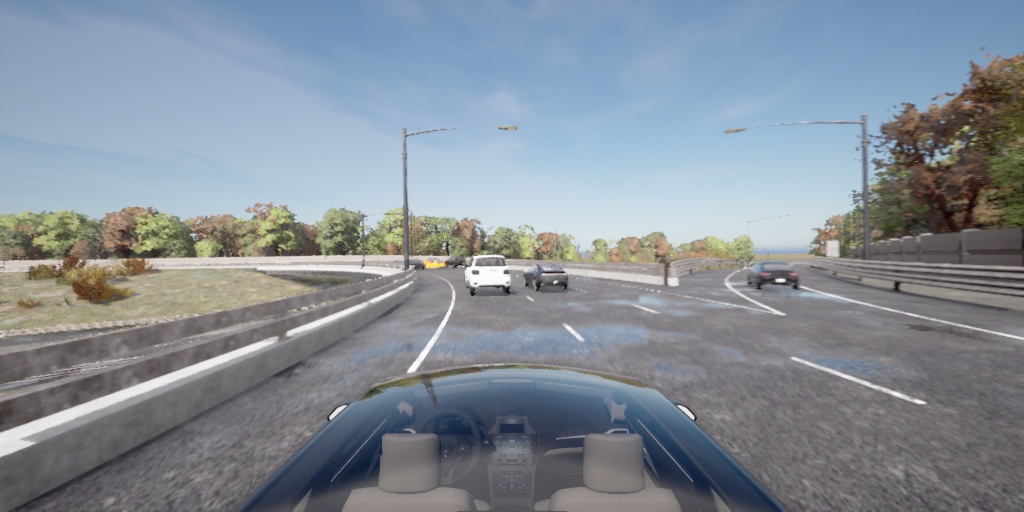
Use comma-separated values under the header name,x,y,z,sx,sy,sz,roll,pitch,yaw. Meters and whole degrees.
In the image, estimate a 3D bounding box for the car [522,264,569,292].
name,x,y,z,sx,sy,sz,roll,pitch,yaw
car,1.860,1.190,21.202,2.128,1.511,4.902,-1,0,-10

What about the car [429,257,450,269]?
name,x,y,z,sx,sy,sz,roll,pitch,yaw
car,-12.586,1.400,59.484,1.882,1.535,5.008,-1,0,-34

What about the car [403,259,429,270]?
name,x,y,z,sx,sy,sz,roll,pitch,yaw
car,-15.474,1.480,57.491,1.837,1.490,4.892,-1,0,-34

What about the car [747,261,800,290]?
name,x,y,z,sx,sy,sz,roll,pitch,yaw
car,14.098,1.005,19.517,1.812,1.442,4.674,-1,0,27

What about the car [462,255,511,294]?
name,x,y,z,sx,sy,sz,roll,pitch,yaw
car,-1.494,0.981,20.488,2.150,2.045,5.566,-1,0,-11

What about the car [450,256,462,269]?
name,x,y,z,sx,sy,sz,roll,pitch,yaw
car,-9.717,1.091,61.467,2.150,2.045,5.566,-1,0,-34
